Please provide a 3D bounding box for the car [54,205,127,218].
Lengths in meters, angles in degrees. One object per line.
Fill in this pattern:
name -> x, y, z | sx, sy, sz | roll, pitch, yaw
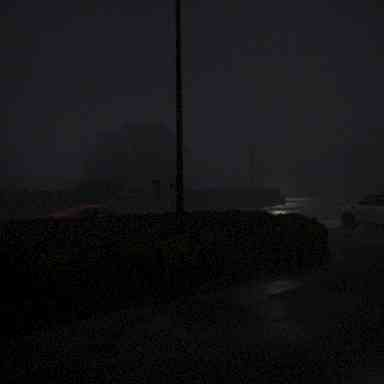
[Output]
car -> -4.866, 1.405, 17.181 | 5.008, 1.535, 1.882 | -1, 0, -35

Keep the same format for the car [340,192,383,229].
car -> 9.907, 1.007, 16.544 | 2.150, 2.045, 5.566 | -1, 1, -14
